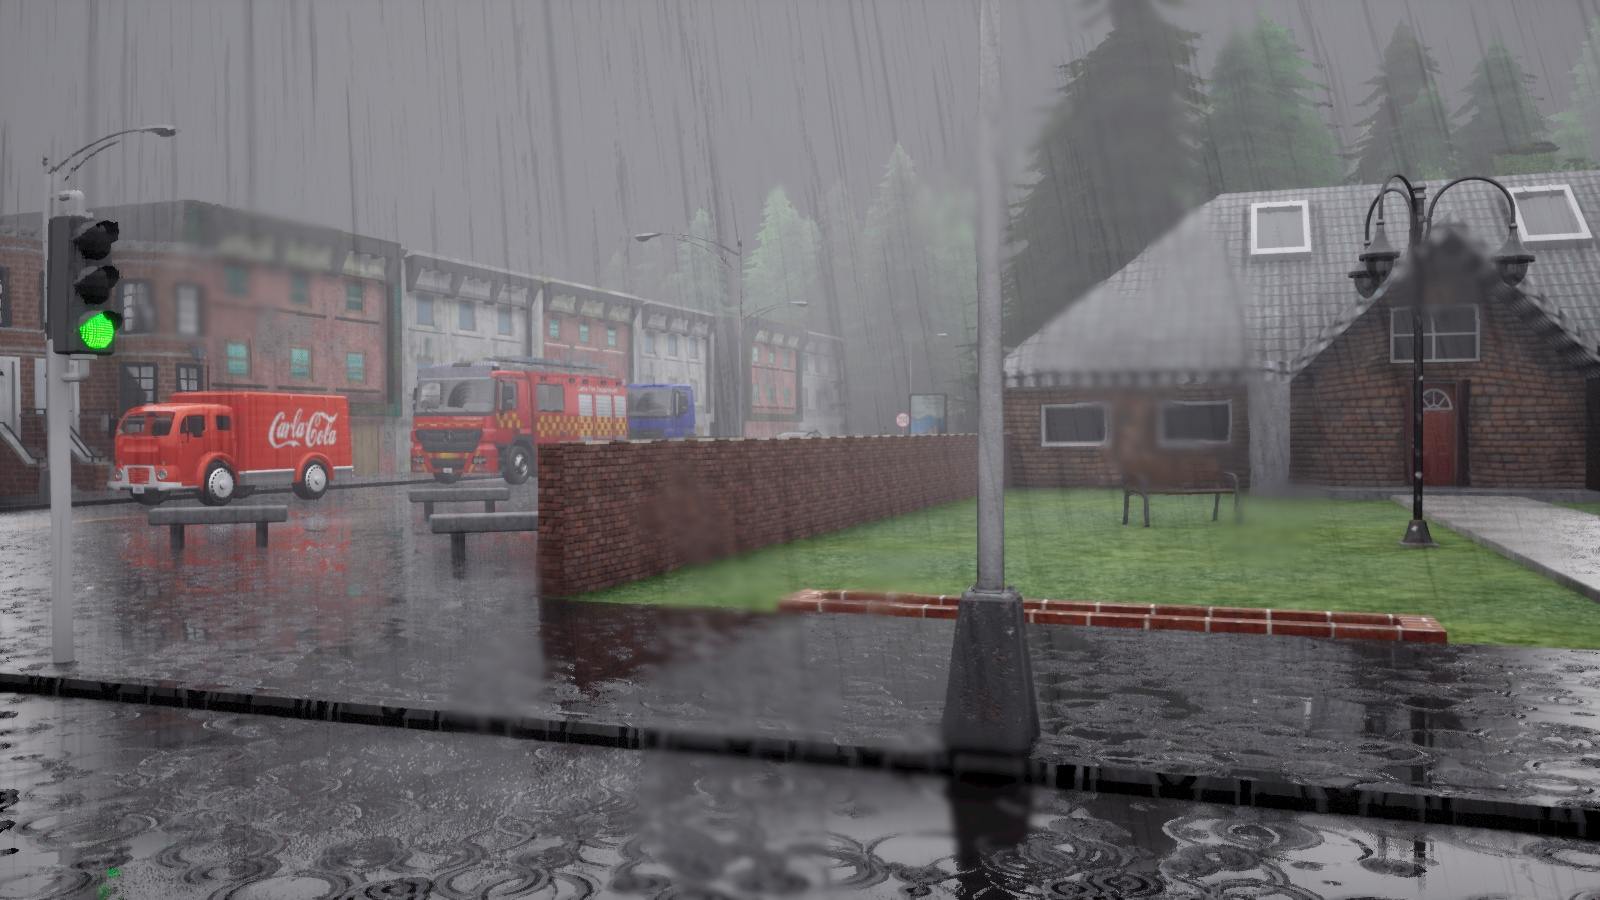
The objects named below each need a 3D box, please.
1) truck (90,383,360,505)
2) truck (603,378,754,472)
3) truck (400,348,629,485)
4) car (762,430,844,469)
[{"bbox_3d":[-12.732,-0.161,28.262,2.627,2.467,5.204,1,1,20],"label":"truck"},{"bbox_3d":[-4.694,-0.980,50.418,2.891,3.462,7.936,1,1,20],"label":"truck"},{"bbox_3d":[-8.667,-1.003,39.476,2.891,3.827,8.468,1,1,20],"label":"truck"},{"bbox_3d":[0.195,-0.062,52.187,2.007,1.525,4.514,1,1,20],"label":"car"}]
